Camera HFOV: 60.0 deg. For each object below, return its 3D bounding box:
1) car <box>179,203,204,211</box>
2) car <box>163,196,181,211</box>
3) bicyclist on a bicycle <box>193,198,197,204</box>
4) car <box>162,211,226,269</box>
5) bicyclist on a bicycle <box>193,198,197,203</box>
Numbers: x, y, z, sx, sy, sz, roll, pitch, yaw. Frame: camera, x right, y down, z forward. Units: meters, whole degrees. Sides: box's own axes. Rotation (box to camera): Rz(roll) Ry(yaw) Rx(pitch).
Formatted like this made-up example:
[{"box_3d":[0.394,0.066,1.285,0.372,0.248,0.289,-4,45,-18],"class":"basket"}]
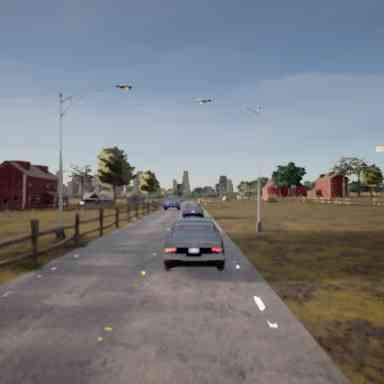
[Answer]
[{"box_3d":[0.097,1.734,31.943,1.994,1.385,4.181,0,-1,0],"class":"car"},{"box_3d":[-2.819,1.572,47.521,2.150,2.045,5.566,0,-1,0],"class":"car"},{"box_3d":[0.781,2.445,88.399,0.866,1.612,1.509,0,-1,0],"class":"bicyclist on a bicycle"},{"box_3d":[0.067,1.577,11.154,2.033,1.411,5.357,0,0,0],"class":"car"},{"box_3d":[0.783,2.284,79.401,0.582,1.620,1.656,0,-1,0],"class":"bicyclist on a bicycle"}]
